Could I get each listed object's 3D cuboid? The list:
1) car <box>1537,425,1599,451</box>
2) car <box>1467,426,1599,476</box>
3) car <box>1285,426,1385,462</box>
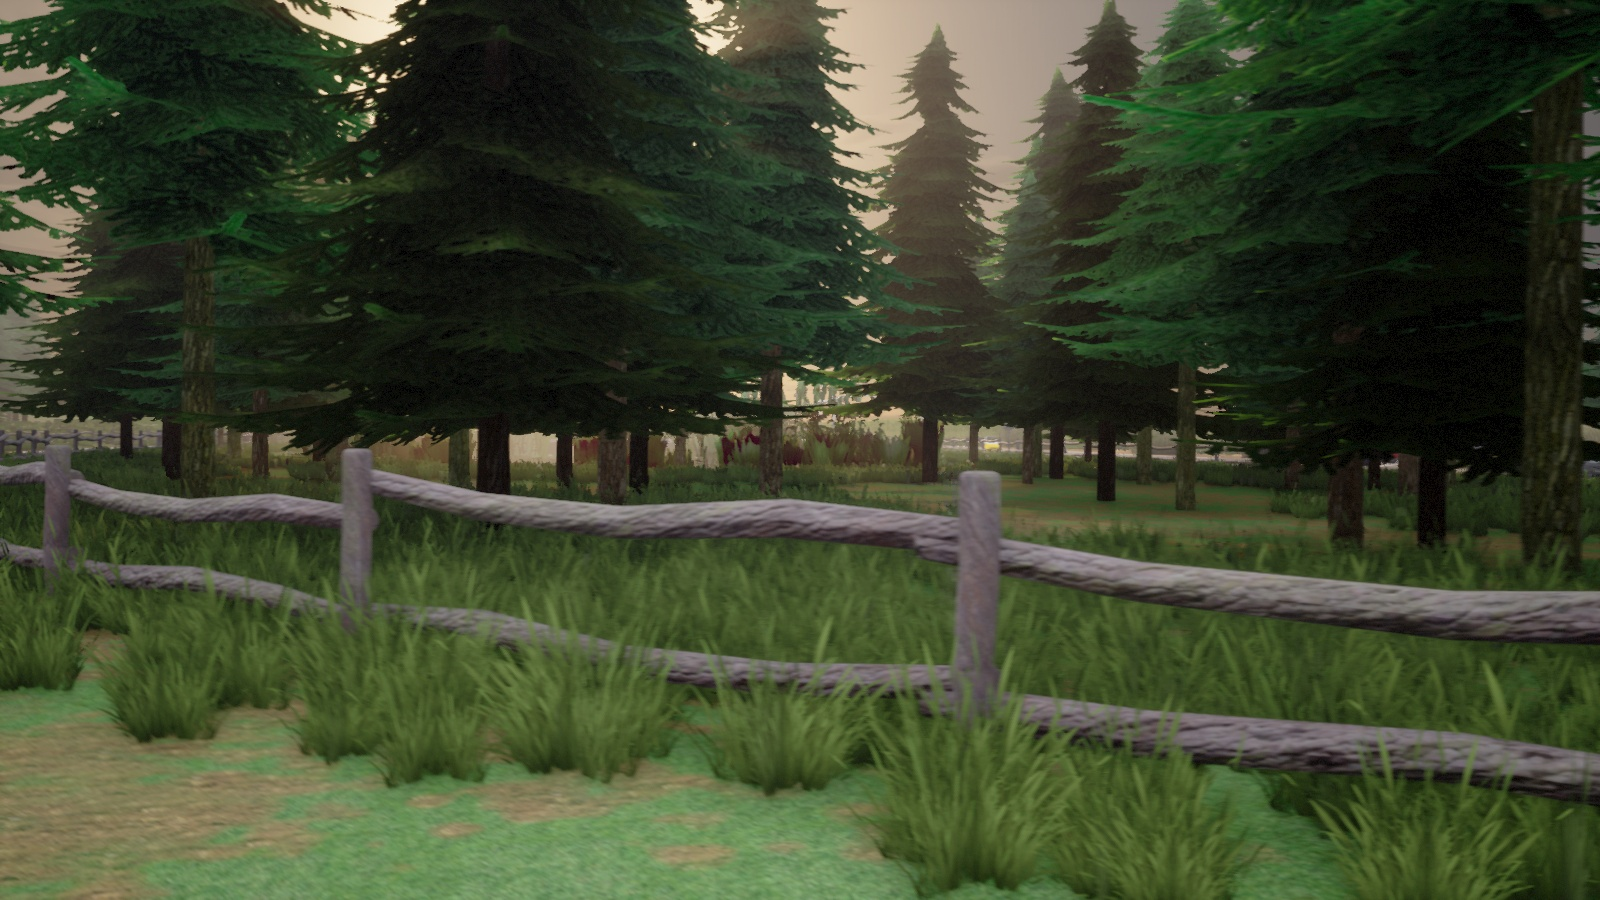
[{"bbox_3d":[48.049,-0.735,76.659,5.366,1.575,1.801,0,1,-10],"label":"car"},{"bbox_3d":[23.519,-0.007,39.566,1.837,1.490,4.892,-1,1,-9],"label":"car"},{"bbox_3d":[24.391,-0.281,57.449,1.882,1.535,5.008,-1,0,-8],"label":"car"}]
